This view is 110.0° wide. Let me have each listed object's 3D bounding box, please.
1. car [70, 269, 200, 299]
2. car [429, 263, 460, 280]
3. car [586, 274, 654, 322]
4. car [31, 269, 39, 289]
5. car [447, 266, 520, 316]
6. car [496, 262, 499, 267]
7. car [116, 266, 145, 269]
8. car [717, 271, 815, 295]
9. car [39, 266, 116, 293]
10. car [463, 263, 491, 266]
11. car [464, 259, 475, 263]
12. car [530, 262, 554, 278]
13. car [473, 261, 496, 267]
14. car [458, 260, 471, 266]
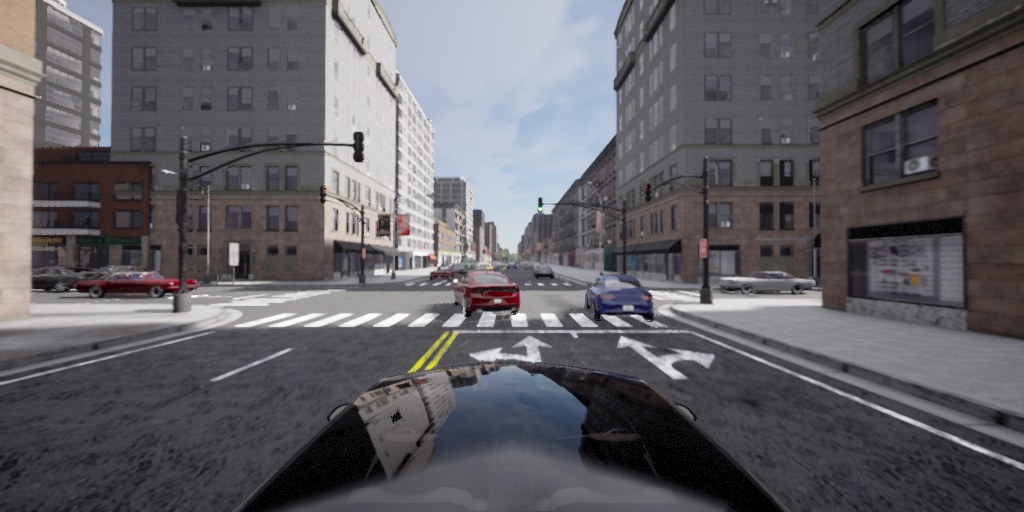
[{"bbox_3d":[-19.268,1.475,18.662,4.718,1.301,1.895,0,-1,-2],"label":"car"},{"bbox_3d":[-6.599,1.641,34.692,1.895,1.301,4.718,0,0,0],"label":"car"},{"bbox_3d":[3.708,1.373,12.760,1.812,1.442,4.674,0,0,8],"label":"car"},{"bbox_3d":[-28.421,1.467,18.700,4.718,1.301,1.895,0,-1,0],"label":"car"},{"bbox_3d":[-1.183,1.333,14.101,1.882,1.535,5.008,1,0,-17],"label":"car"},{"bbox_3d":[-3.266,1.709,53.722,1.837,1.490,4.892,0,0,0],"label":"car"},{"bbox_3d":[-26.815,1.374,24.176,4.097,1.591,1.967,0,0,0],"label":"car"},{"bbox_3d":[15.055,1.573,21.477,4.718,1.301,1.895,0,-1,1],"label":"car"},{"bbox_3d":[-27.531,1.407,21.656,4.892,1.490,1.837,0,-1,0],"label":"car"},{"bbox_3d":[-3.339,1.642,34.740,1.895,1.301,4.718,0,0,0],"label":"car"},{"bbox_3d":[-6.516,1.424,53.618,2.150,2.045,5.566,0,0,1],"label":"car"},{"bbox_3d":[3.353,1.640,38.879,1.994,1.385,4.181,0,-1,0],"label":"car"},{"bbox_3d":[-3.327,1.600,44.132,1.882,1.535,5.008,0,0,0],"label":"car"},{"bbox_3d":[-6.581,1.624,43.794,1.837,1.490,4.892,0,0,0],"label":"car"}]
